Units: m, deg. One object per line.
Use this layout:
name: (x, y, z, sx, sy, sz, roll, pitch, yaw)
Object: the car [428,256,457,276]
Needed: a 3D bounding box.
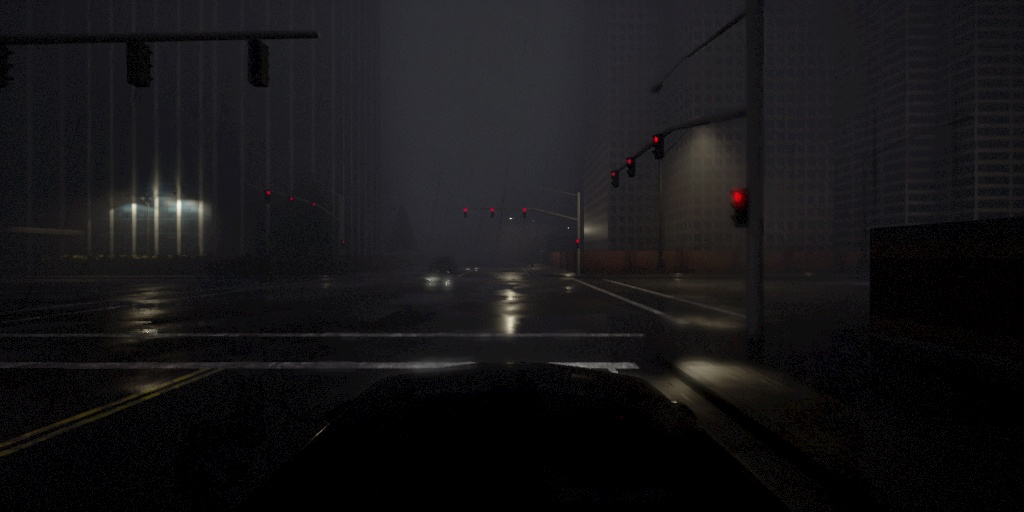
car: (-7.013, 1.063, 36.870, 2.150, 2.045, 5.566, 0, 1, 0)
